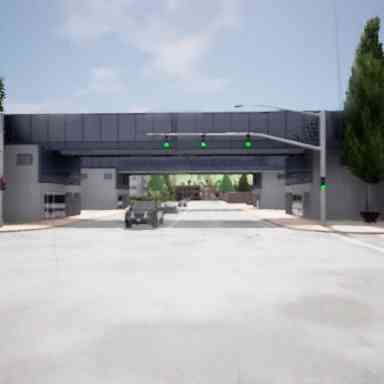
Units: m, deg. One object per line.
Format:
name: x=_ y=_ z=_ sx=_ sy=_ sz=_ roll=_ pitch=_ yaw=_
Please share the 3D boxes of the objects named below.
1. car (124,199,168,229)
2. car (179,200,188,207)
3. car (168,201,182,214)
car: x=-3.387 y=1.526 z=24.533 sx=2.150 sy=2.045 sz=5.566 roll=0 pitch=-1 yaw=2
car: x=-1.825 y=2.281 z=66.928 sx=2.128 sy=1.511 sz=4.902 roll=0 pitch=0 yaw=2
car: x=-2.752 y=2.106 z=41.788 sx=1.895 sy=1.301 sz=4.718 roll=0 pitch=-1 yaw=2
